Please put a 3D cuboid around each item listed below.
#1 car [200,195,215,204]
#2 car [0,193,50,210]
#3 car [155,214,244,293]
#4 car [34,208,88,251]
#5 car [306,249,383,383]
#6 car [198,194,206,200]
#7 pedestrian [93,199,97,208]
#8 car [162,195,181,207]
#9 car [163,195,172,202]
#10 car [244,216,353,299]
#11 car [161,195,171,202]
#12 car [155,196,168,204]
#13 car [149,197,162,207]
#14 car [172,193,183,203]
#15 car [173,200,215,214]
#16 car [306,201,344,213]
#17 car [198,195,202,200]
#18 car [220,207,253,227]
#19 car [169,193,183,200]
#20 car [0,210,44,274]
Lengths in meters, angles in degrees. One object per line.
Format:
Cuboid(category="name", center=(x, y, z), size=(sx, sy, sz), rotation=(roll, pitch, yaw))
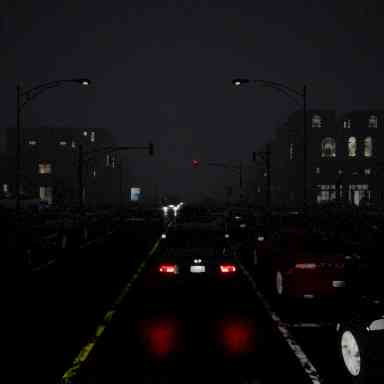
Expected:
Cuboid(category="car", center=(2.657, 1.572, 52.088), size=(1.947, 1.339, 4.313), rotation=(0, 0, 0))
Cuboid(category="car", center=(-17.756, 1.147, 34.549), size=(5.566, 2.045, 2.150), rotation=(0, 0, 0))
Cuboid(category="car", center=(0.098, 1.548, 8.997), size=(2.033, 1.411, 5.357), rotation=(0, 0, 0))
Cuboid(category="car", center=(-5.697, 1.552, 14.017), size=(2.008, 1.369, 4.403), rotation=(0, 0, 0))
Cuboid(category="car", center=(2.692, 1.551, 2.622), size=(2.008, 1.369, 4.403), rotation=(0, 0, 0))
Cuboid(category="car", center=(2.630, 1.458, 90.741), size=(1.967, 1.590, 4.097), rotation=(0, 0, 0))
Cuboid(category="pedestrian", center=(-12.583, 1.415, 43.222), size=(0.375, 1.300, 0.375), rotation=(0, -1, 1))
Cuboid(category="car", center=(-3.145, 1.532, 51.134), size=(1.812, 1.442, 4.674), rotation=(0, 0, 1))
Cuboid(category="car", center=(-5.743, 1.538, 79.535), size=(1.752, 1.417, 4.829), rotation=(0, 0, 0))
Cuboid(category="car", center=(2.688, 1.546, 8.314), size=(1.887, 1.381, 4.507), rotation=(0, 0, 0))
Cuboid(category="car", center=(-5.739, 1.451, 74.183), size=(1.967, 1.590, 4.097), rotation=(0, 0, 0))
Cuboid(category="car", center=(-5.732, 1.559, 63.138), size=(2.008, 1.369, 4.403), rotation=(0, 0, 0))
Cuboid(category="car", center=(-5.724, 1.588, 52.095), size=(1.802, 1.307, 4.206), rotation=(0, 0, 0))
Cuboid(category="car", center=(-3.052, 1.236, 72.142), size=(2.150, 2.045, 5.566), rotation=(0, 0, 0))
Cuboid(category="car", center=(0.086, 1.480, 19.461), size=(1.882, 1.535, 5.008), rotation=(0, 0, 0))
Cuboid(category="car", center=(14.784, 1.653, 37.283), size=(4.181, 1.385, 1.994), rotation=(0, 0, 1))
Cuboid(category="car", center=(2.649, 1.590, 63.130), size=(1.802, 1.307, 4.206), rotation=(0, 0, 0))
Cuboid(category="car", center=(2.680, 1.553, 19.698), size=(2.008, 1.369, 4.403), rotation=(0, 0, 0))
Cuboid(category="car", center=(-3.110, 1.499, 61.486), size=(2.128, 1.511, 4.902), rotation=(0, 0, 0))
Cuboid(category="car", center=(-5.692, 1.441, 8.325), size=(1.967, 1.590, 4.097), rotation=(0, 0, 0))
